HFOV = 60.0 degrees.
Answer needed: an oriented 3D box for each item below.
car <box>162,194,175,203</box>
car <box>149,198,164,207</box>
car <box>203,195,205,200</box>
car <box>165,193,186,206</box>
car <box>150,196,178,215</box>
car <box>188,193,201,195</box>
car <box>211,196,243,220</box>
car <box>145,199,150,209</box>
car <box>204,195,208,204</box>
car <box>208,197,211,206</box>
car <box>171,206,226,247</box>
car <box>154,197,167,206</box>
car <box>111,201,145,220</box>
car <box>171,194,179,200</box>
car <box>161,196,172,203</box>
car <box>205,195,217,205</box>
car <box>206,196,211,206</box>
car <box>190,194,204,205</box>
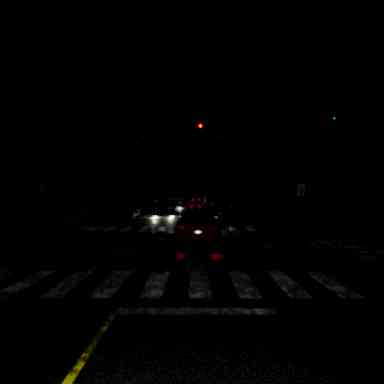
[{"bbox_3d":[-5.011,1.284,71.564,2.192,1.841,5.009,0,0,1],"label":"car"},{"bbox_3d":[-5.242,1.554,49.737,1.802,1.307,4.206,0,0,1],"label":"car"},{"bbox_3d":[3.341,1.409,55.110,1.967,1.590,4.097,0,0,1],"label":"car"},{"bbox_3d":[-2.543,1.195,51.107,2.150,2.045,5.566,0,0,1],"label":"car"},{"bbox_3d":[-2.747,1.451,33.729,1.882,1.535,5.008,0,0,1],"label":"car"},{"bbox_3d":[0.718,1.520,68.391,1.994,1.385,4.181,0,0,1],"label":"car"},{"bbox_3d":[3.052,1.289,27.829,2.192,1.841,5.009,0,0,1],"label":"car"},{"bbox_3d":[-5.300,1.524,44.280,2.008,1.369,4.403,0,0,1],"label":"car"},{"bbox_3d":[3.283,1.521,49.654,2.008,1.369,4.403,0,0,1],"label":"car"},{"bbox_3d":[3.167,1.538,38.741,1.947,1.339,4.313,0,0,1],"label":"car"},{"bbox_3d":[0.265,1.578,15.328,1.994,1.385,4.181,1,0,1],"label":"car"},{"bbox_3d":[-5.184,1.553,55.194,1.802,1.307,4.206,0,0,1],"label":"car"},{"bbox_3d":[-5.473,1.542,27.910,1.947,1.339,4.313,0,0,1],"label":"car"},{"bbox_3d":[-4.781,1.415,93.391,1.967,1.590,4.097,0,0,1],"label":"car"},{"bbox_3d":[-5.069,1.551,66.108,1.802,1.307,4.206,0,0,1],"label":"car"},{"bbox_3d":[3.398,1.408,60.567,1.967,1.590,4.097,0,0,1],"label":"car"},{"bbox_3d":[3.225,1.522,44.197,2.008,1.369,4.403,0,0,1],"label":"car"},{"bbox_3d":[0.667,1.495,58.462,1.812,1.442,4.674,0,0,1],"label":"car"}]
